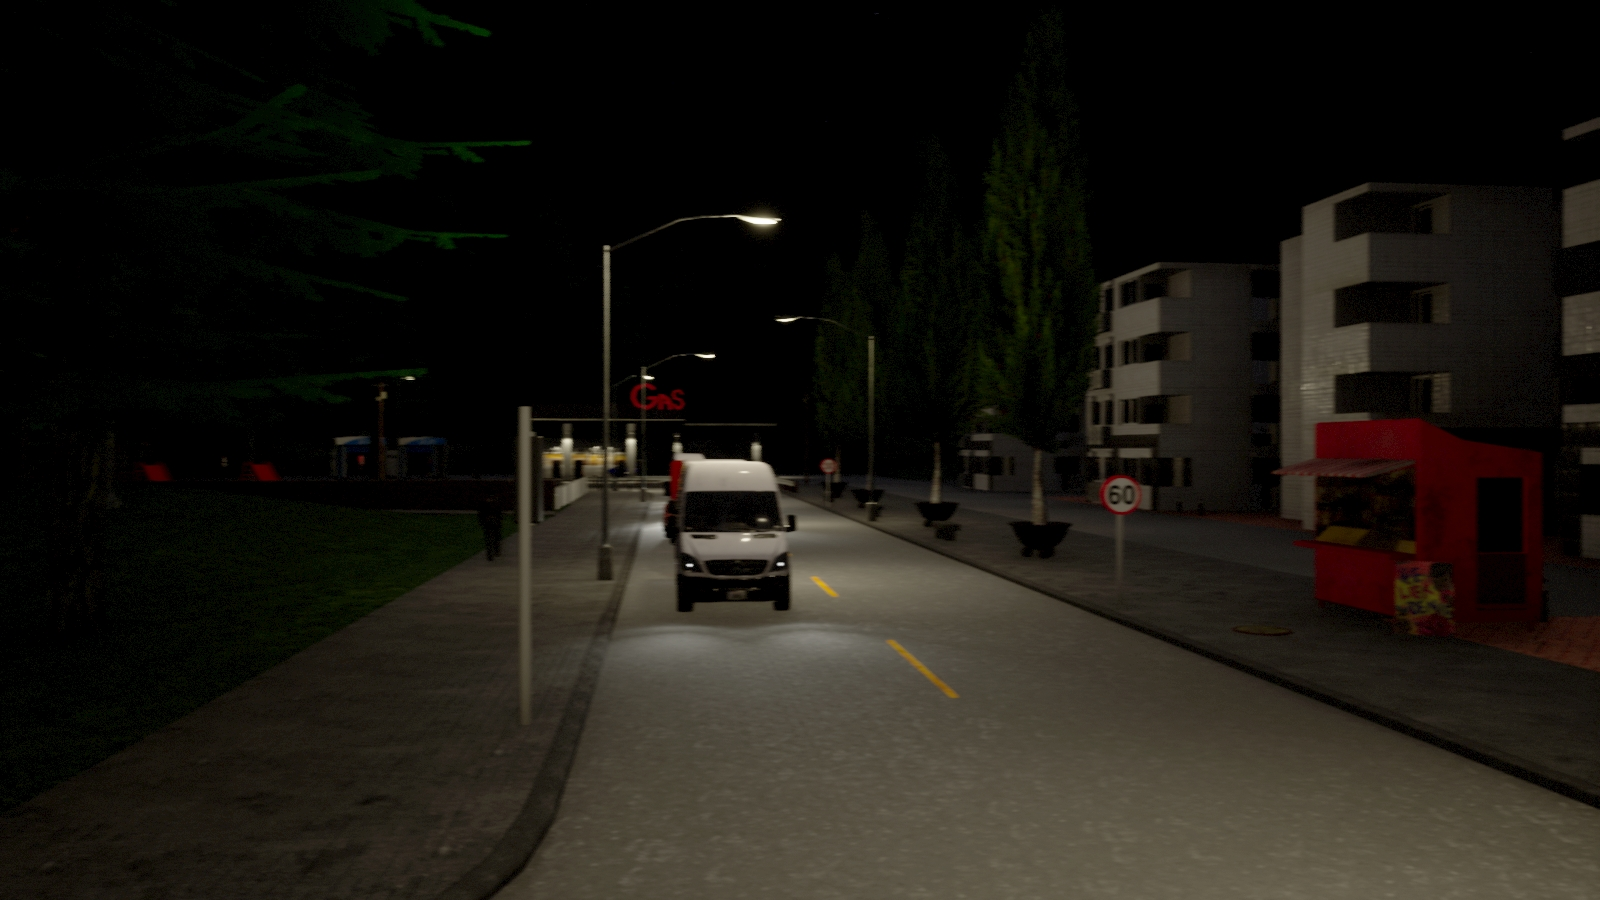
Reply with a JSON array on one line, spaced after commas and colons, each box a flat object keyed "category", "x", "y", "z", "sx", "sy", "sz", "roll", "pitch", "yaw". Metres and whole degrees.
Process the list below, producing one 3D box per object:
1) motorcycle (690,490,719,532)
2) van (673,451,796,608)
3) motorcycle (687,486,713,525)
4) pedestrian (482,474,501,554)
[{"category": "motorcycle", "x": -3.065, "y": 1.937, "z": 36.465, "sx": 0.856, "sy": 1.236, "sz": 1.805, "roll": 0, "pitch": 0, "yaw": -7}, {"category": "van", "x": -1.394, "y": 1.299, "z": 21.772, "sx": 1.988, "sy": 2.561, "sz": 5.915, "roll": 0, "pitch": 0, "yaw": -7}, {"category": "motorcycle", "x": -3.550, "y": 1.957, "z": 40.527, "sx": 0.867, "sy": 1.251, "sz": 2.209, "roll": 0, "pitch": 0, "yaw": -7}, {"category": "pedestrian", "x": -7.320, "y": 1.508, "z": 27.107, "sx": 0.375, "sy": 1.860, "sz": 0.375, "roll": 0, "pitch": 0, "yaw": -7}]
